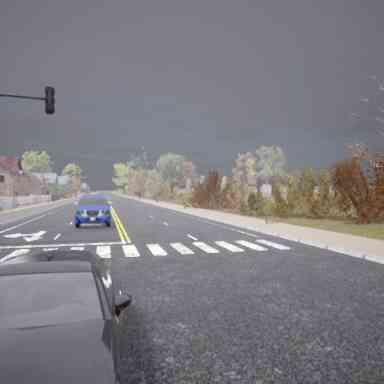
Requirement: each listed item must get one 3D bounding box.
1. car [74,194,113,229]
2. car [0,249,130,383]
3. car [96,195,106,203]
[{"bbox_3d":[-6.566,1.211,22.313,2.150,2.045,5.566,0,1,-15],"label":"car"},{"bbox_3d":[-1.746,1.525,3.976,1.812,1.442,4.674,0,0,-12],"label":"car"},{"bbox_3d":[-18.391,1.448,67.083,1.837,1.490,4.892,0,0,-15],"label":"car"}]
